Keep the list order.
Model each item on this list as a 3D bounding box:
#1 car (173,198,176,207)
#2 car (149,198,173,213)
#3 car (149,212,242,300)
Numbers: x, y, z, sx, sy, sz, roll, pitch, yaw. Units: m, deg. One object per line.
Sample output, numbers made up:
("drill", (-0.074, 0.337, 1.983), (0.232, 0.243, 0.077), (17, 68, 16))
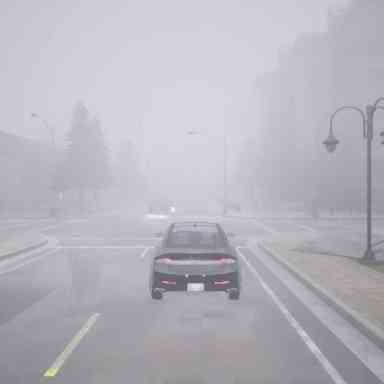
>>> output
("car", (-3.573, 1.594, 51.650), (1.895, 1.301, 4.718), (0, 0, 0))
("car", (-3.588, 1.486, 37.070), (2.128, 1.511, 4.902), (0, 0, 0))
("car", (0.081, 1.491, 8.376), (2.128, 1.511, 4.902), (0, 0, 0))
